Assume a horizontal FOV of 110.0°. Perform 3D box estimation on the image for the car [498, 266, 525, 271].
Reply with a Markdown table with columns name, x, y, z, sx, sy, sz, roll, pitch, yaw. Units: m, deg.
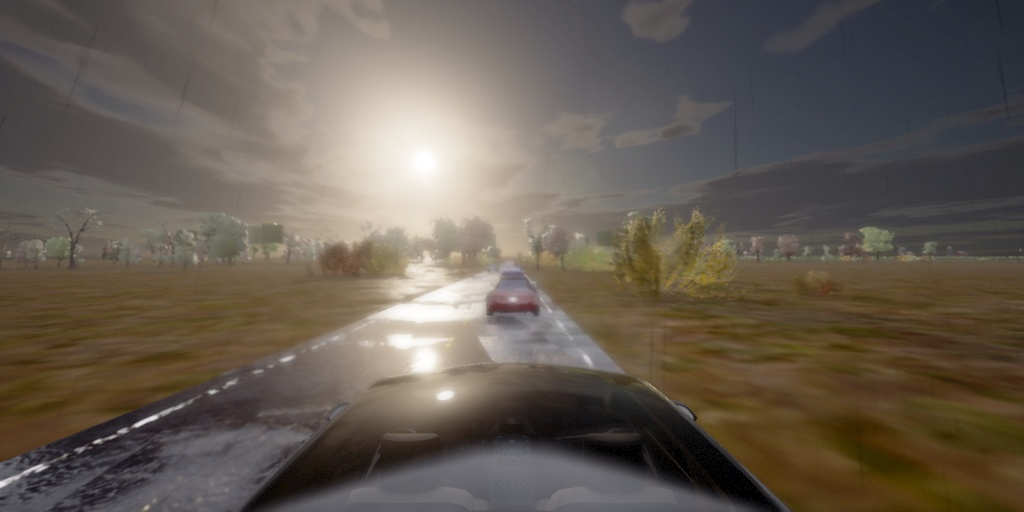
| name | x | y | z | sx | sy | sz | roll | pitch | yaw |
| --- | --- | --- | --- | --- | --- | --- | --- | --- | --- |
| car | 0.057 | 1.611 | 30.332 | 1.882 | 1.535 | 5.008 | 0 | 0 | 0 |

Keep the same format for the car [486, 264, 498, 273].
| name | x | y | z | sx | sy | sz | roll | pitch | yaw |
| --- | --- | --- | --- | --- | --- | --- | --- | --- | --- |
| car | -3.056 | 1.982 | 58.509 | 2.128 | 1.511 | 4.902 | 0 | -1 | 0 |

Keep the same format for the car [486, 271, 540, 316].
| name | x | y | z | sx | sy | sz | roll | pitch | yaw |
| --- | --- | --- | --- | --- | --- | --- | --- | --- | --- |
| car | 0.050 | 1.487 | 14.332 | 1.994 | 1.385 | 4.181 | 0 | -1 | 0 |
